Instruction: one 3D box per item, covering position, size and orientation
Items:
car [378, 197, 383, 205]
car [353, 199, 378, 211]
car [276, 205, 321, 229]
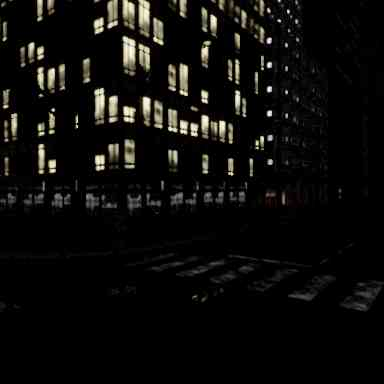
[{"bbox_3d":[30.429,1.455,53.123,1.752,1.417,4.829,-1,0,37],"label":"car"},{"bbox_3d":[20.461,1.519,39.669,1.947,1.339,4.313,-1,0,37],"label":"car"},{"bbox_3d":[6.931,1.504,21.412,1.752,1.417,4.829,-1,0,37],"label":"car"}]
